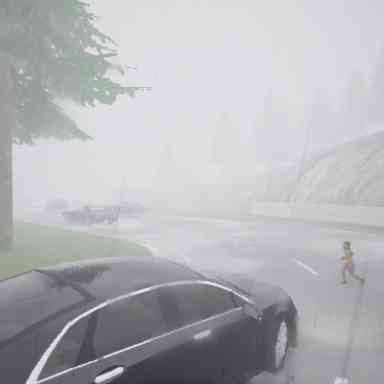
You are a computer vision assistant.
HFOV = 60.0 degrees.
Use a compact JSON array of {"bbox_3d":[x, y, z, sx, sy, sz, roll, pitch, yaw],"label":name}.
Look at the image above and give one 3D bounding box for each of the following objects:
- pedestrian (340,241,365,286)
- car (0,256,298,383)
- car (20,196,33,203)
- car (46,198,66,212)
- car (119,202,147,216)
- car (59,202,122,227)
[{"bbox_3d":[3.758,1.674,7.939,0.500,1.100,0.500,0,0,10],"label":"pedestrian"},{"bbox_3d":[-0.572,1.505,3.658,1.837,1.490,4.892,3,2,44],"label":"car"},{"bbox_3d":[-33.615,1.553,67.564,1.994,1.385,4.181,0,0,-32],"label":"car"},{"bbox_3d":[-16.191,1.505,39.818,1.837,1.490,4.892,0,0,-34],"label":"car"},{"bbox_3d":[-6.428,1.600,32.524,1.895,1.301,4.718,0,0,-42],"label":"car"},{"bbox_3d":[-7.166,1.601,23.214,4.718,1.301,1.895,0,0,45],"label":"car"}]
